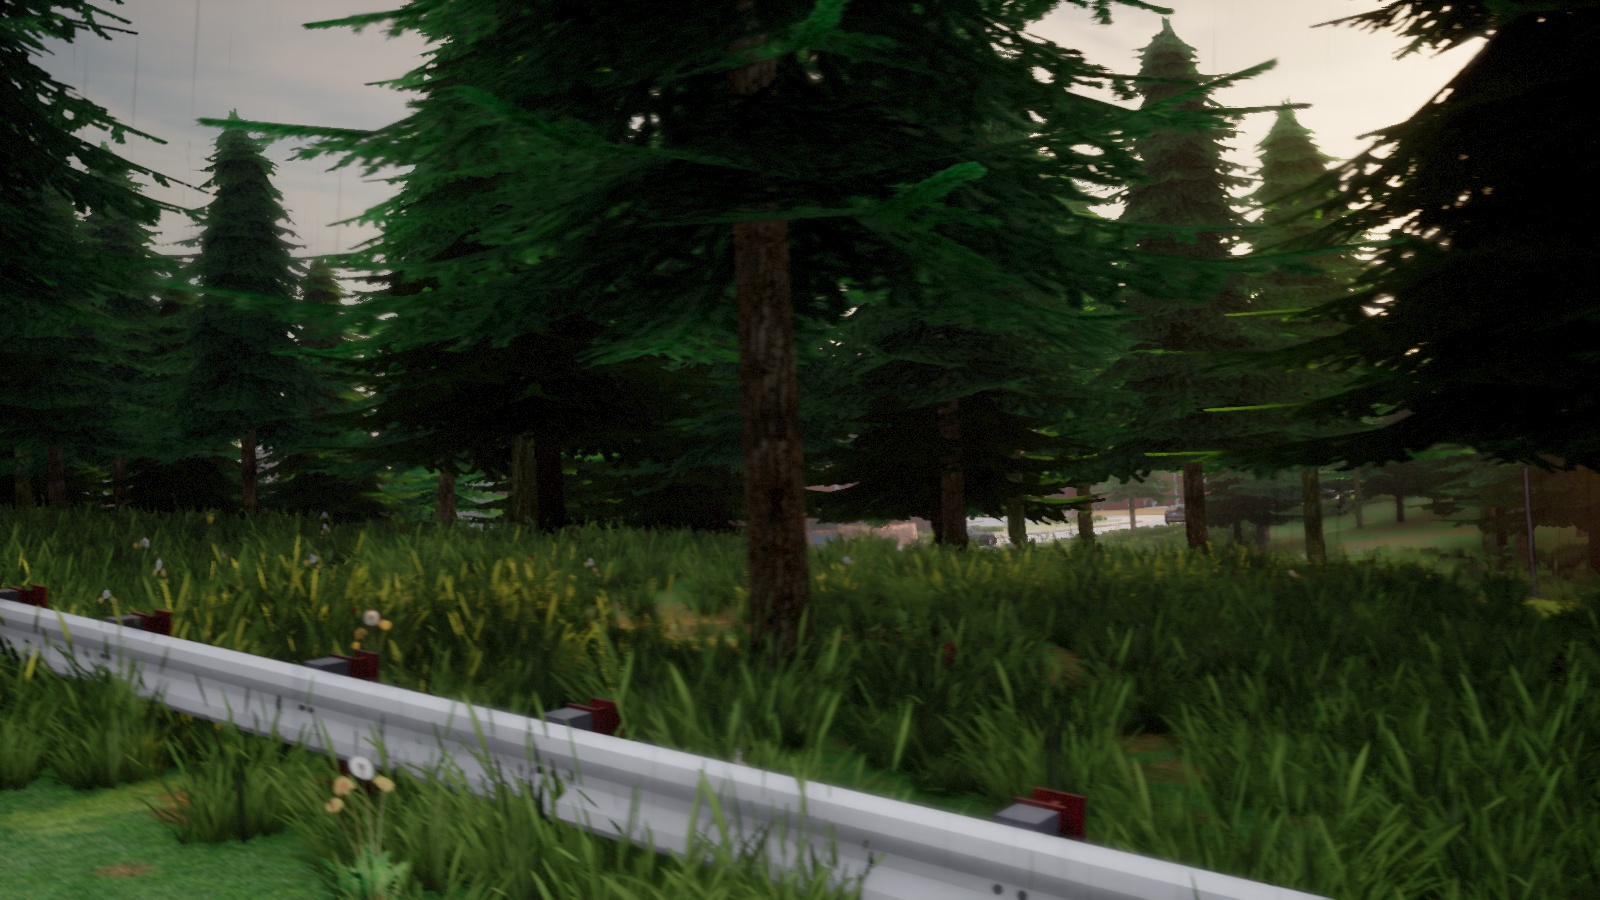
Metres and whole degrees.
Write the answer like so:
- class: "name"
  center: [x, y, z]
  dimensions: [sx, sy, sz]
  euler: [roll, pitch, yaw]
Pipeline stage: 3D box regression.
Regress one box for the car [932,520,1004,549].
- class: "car"
  center: [11.266, 5.643, 83.896]
  dimensions: [2.128, 1.511, 4.902]
  euler: [-6, -3, 45]
